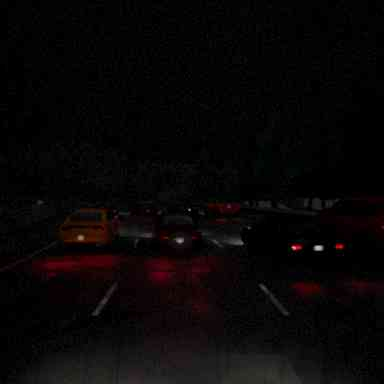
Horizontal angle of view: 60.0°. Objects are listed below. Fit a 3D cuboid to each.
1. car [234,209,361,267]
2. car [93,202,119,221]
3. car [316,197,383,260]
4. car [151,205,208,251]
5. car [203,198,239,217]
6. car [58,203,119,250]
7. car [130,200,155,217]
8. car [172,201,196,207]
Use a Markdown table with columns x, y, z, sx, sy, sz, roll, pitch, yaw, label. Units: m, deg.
| x | y | z | sx | sy | sz | roll | pitch | yaw | label |
| --- | --- | --- | --- | --- | --- | --- | --- | --- | --- |
| 3.126 | 1.532 | 11.320 | 2.033 | 1.411 | 5.357 | 0 | 0 | -5 | car |
| -7.348 | 1.561 | 28.150 | 1.895 | 1.301 | 4.718 | 0 | 0 | -18 | car |
| 6.516 | 1.206 | 12.512 | 2.150 | 2.045 | 5.566 | 0 | 0 | -6 | car |
| -0.694 | 1.506 | 13.963 | 1.812 | 1.442 | 4.674 | 0 | 0 | -7 | car |
| 2.628 | 1.307 | 31.342 | 2.097 | 1.767 | 4.553 | 0 | 0 | -18 | car |
| -4.264 | 1.457 | 14.237 | 1.882 | 1.535 | 5.008 | 0 | 0 | -8 | car |
| -4.547 | 1.434 | 30.762 | 1.882 | 1.535 | 5.008 | 0 | 0 | -19 | car |
| -0.844 | 1.522 | 30.733 | 1.994 | 1.385 | 4.181 | 0 | 0 | -18 | car |
